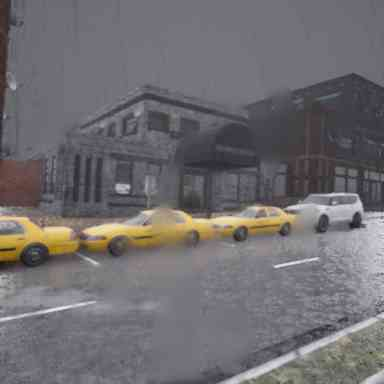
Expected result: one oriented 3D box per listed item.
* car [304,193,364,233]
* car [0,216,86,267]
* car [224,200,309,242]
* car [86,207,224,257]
[{"bbox_3d":[7.697,1.088,19.208,5.566,2.045,2.435,0,0,-35],"label":"car"},{"bbox_3d":[-6.104,1.388,9.530,5.366,1.575,1.946,0,0,-35],"label":"car"},{"bbox_3d":[2.942,1.353,15.872,5.366,1.575,1.946,0,0,-35],"label":"car"},{"bbox_3d":[-1.579,1.369,12.697,5.366,1.575,1.946,0,0,-35],"label":"car"}]
